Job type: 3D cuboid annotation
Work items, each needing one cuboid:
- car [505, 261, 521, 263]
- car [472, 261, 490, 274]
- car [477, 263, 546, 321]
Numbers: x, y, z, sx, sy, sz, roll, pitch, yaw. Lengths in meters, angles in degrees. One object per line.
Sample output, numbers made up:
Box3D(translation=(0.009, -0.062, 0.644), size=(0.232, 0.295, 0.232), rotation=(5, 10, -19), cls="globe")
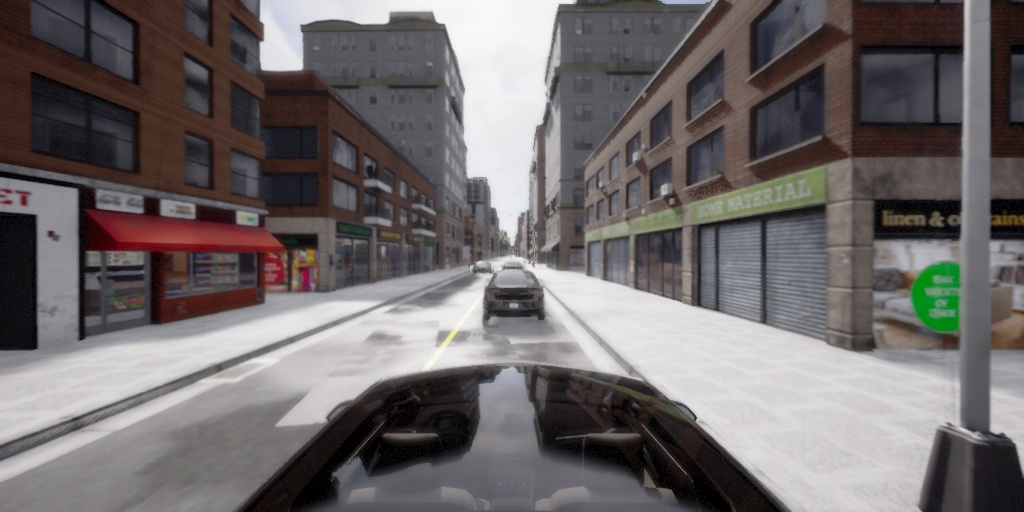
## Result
Box3D(translation=(0.082, 1.178, 30.778), size=(1.837, 1.490, 4.892), rotation=(0, 0, 0), cls="car")
Box3D(translation=(-3.101, 1.221, 38.339), size=(1.994, 1.385, 4.181), rotation=(0, 0, 0), cls="car")
Box3D(translation=(0.073, 1.197, 12.352), size=(1.882, 1.535, 5.008), rotation=(0, 0, 0), cls="car")
